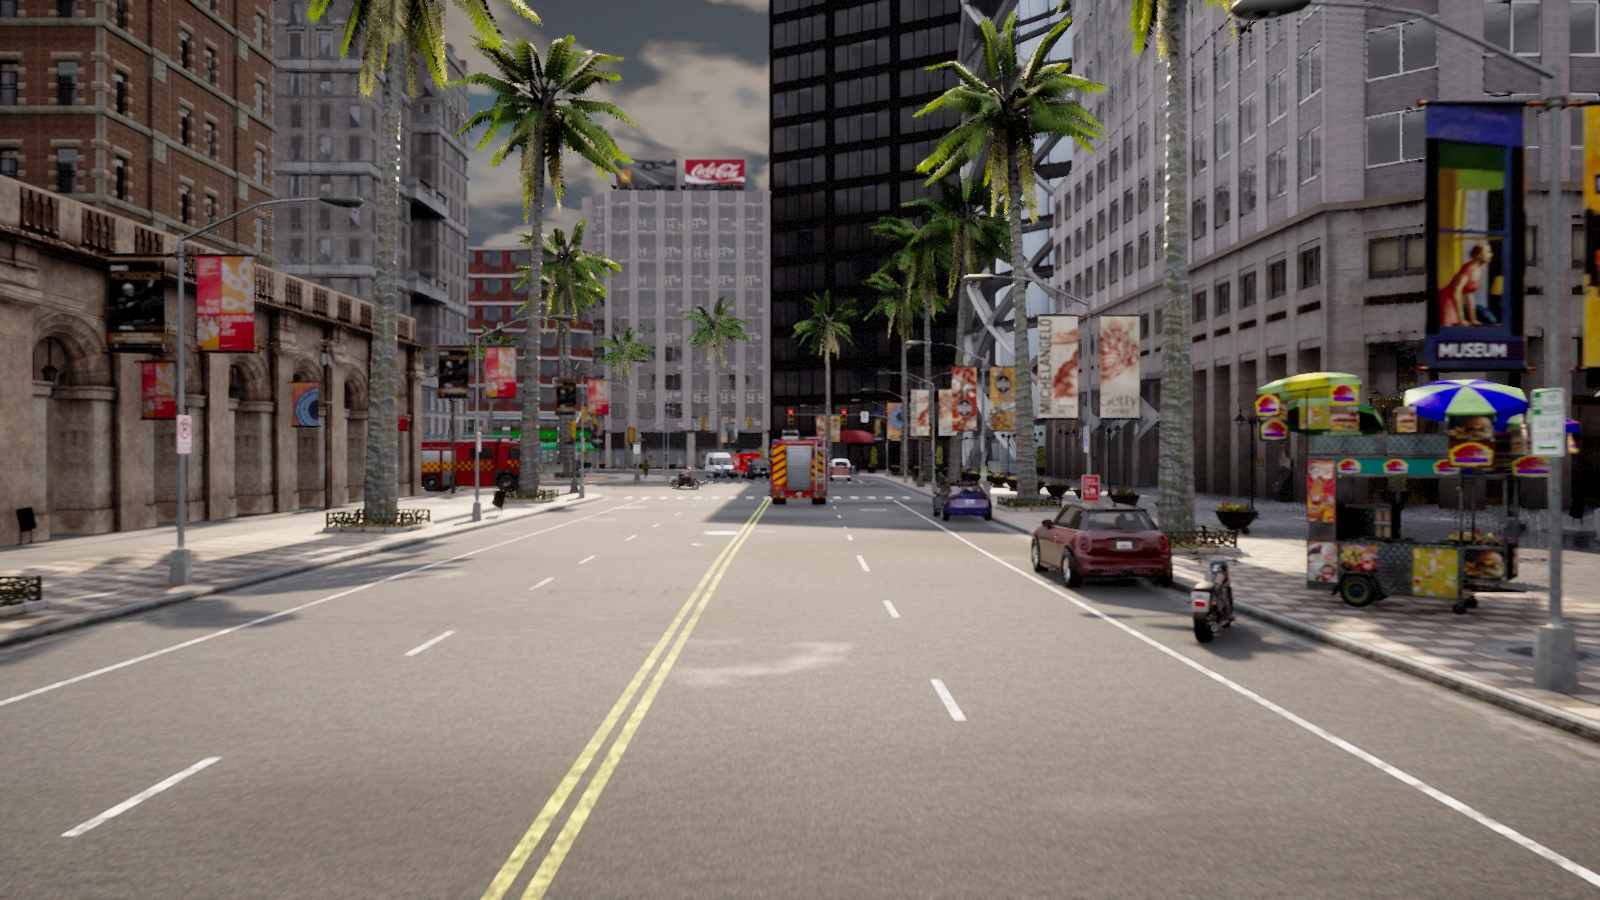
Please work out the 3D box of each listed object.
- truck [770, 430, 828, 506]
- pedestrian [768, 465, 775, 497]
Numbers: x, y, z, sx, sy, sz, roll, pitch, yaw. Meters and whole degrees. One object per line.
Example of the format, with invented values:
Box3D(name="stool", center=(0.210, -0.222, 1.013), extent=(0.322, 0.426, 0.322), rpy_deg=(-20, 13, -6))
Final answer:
Box3D(name="truck", center=(-0.045, 0.892, 61.521), extent=(2.891, 3.827, 8.468), rpy_deg=(0, 0, 0))
Box3D(name="pedestrian", center=(-1.685, 1.850, 68.076), extent=(0.375, 1.860, 0.375), rpy_deg=(0, 0, -13))
